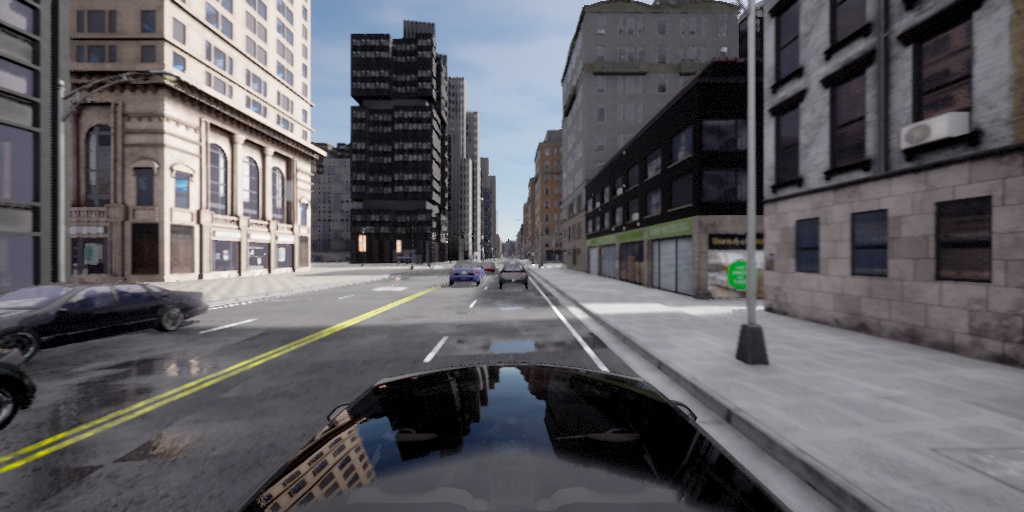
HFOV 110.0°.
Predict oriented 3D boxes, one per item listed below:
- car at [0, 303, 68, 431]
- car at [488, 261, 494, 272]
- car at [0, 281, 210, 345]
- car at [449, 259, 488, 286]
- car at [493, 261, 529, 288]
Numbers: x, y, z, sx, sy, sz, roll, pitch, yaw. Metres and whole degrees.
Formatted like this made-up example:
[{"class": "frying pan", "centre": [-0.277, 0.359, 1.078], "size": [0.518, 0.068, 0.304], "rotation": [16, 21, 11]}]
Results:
[{"class": "car", "centre": [-6.595, 1.315, 2.405], "size": [1.994, 1.385, 4.181], "rotation": [0, 0, 0]}, {"class": "car", "centre": [-3.149, 1.343, 45.703], "size": [1.994, 1.385, 4.181], "rotation": [0, 0, 0]}, {"class": "car", "centre": [-9.836, 1.303, 8.127], "size": [2.033, 1.411, 5.357], "rotation": [0, 0, 0]}, {"class": "car", "centre": [-3.149, 1.116, 25.681], "size": [2.097, 1.767, 4.553], "rotation": [0, 0, 0]}, {"class": "car", "centre": [0.099, 1.257, 23.707], "size": [2.128, 1.511, 4.902], "rotation": [0, 0, 0]}]
